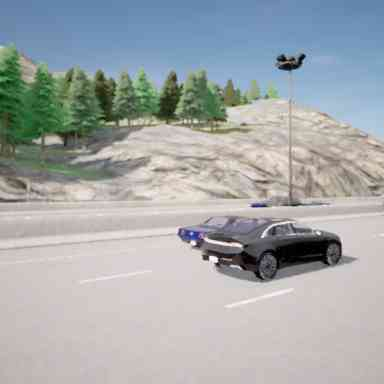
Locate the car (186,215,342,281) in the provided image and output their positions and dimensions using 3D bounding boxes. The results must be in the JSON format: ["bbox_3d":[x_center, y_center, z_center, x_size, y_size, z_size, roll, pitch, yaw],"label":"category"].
[{"bbox_3d":[2.523,1.496,9.873,4.902,1.511,2.128,0,0,-35],"label":"car"}]

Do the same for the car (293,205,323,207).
[{"bbox_3d":[12.618,1.577,34.556,4.181,1.385,1.994,0,0,-36],"label":"car"}]

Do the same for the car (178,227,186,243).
[{"bbox_3d":[1.854,1.607,13.690,4.718,1.301,1.895,0,0,-36],"label":"car"}]
